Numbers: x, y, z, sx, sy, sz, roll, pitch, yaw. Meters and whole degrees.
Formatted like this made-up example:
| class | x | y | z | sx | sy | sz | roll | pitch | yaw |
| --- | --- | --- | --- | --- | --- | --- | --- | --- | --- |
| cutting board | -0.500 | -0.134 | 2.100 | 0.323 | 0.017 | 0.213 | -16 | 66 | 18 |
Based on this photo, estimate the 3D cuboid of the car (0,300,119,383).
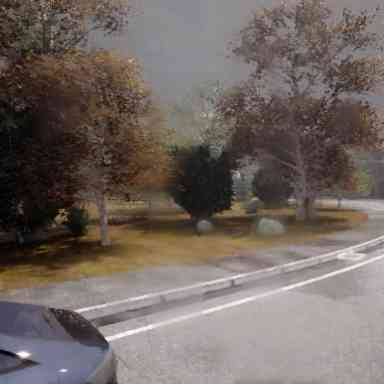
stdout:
| class | x | y | z | sx | sy | sz | roll | pitch | yaw |
| --- | --- | --- | --- | --- | --- | --- | --- | --- | --- |
| car | -2.610 | 1.568 | 2.257 | 4.181 | 1.385 | 1.994 | 0 | 0 | -36 |
